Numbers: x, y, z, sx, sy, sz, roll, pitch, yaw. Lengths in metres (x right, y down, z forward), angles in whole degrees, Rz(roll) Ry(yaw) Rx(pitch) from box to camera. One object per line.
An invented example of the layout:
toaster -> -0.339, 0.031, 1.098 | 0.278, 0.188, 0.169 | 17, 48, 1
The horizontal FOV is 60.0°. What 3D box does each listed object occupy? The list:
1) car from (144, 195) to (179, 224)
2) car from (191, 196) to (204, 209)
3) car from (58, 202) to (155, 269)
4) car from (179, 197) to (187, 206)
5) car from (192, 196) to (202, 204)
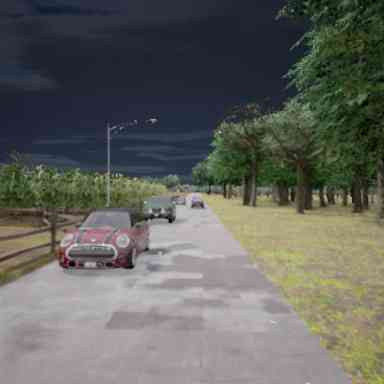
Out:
car -> -2.440, 1.288, 26.130 | 2.150, 2.045, 5.566 | 0, 0, 1
car -> 0.843, 1.633, 48.550 | 1.812, 1.442, 4.674 | 0, 0, 1
car -> -2.693, 1.377, 11.200 | 2.097, 1.767, 4.553 | 0, 0, 1
car -> -1.886, 1.631, 56.448 | 2.128, 1.511, 4.902 | 0, 0, 1
car -> 1.048, 1.589, 68.217 | 1.882, 1.535, 5.008 | 0, 0, 1
